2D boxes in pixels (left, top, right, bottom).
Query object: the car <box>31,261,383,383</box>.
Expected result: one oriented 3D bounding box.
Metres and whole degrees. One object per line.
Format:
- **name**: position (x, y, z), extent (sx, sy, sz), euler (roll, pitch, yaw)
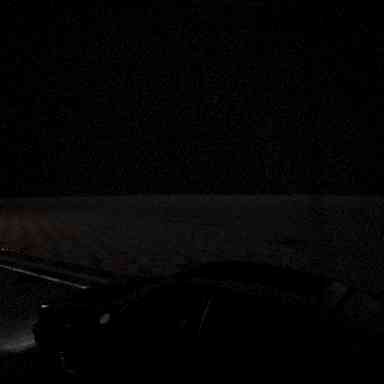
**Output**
- **car**: position (0.443, 1.547, 3.676), extent (5.357, 1.411, 2.033), euler (0, 0, 35)
